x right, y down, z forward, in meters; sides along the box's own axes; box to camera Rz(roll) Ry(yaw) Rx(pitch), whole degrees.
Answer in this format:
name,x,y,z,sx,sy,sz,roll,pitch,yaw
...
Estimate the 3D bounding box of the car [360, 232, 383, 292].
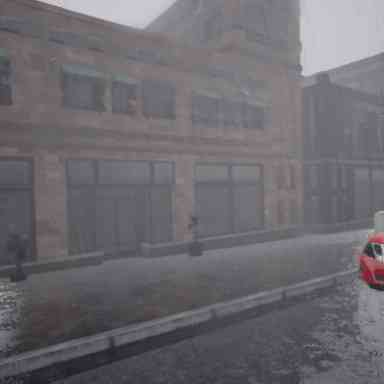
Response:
name,x,y,z,sx,sy,sz,roll,pitch,yaw
car,6.245,1.212,7.835,5.566,2.045,2.150,0,0,-36
